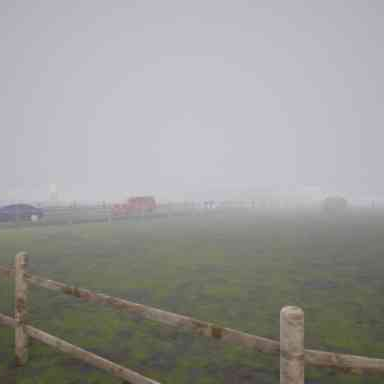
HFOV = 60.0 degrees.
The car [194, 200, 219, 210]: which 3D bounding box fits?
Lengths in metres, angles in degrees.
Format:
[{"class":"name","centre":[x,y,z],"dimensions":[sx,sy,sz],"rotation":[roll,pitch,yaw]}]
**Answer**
[{"class":"car","centre":[2.069,1.884,47.580],"dimensions":[1.812,1.442,4.674],"rotation":[0,0,36]}]

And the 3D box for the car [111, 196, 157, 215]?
[{"class":"car","centre":[-6.228,1.450,36.217],"dimensions":[2.150,2.045,5.566],"rotation":[0,-1,37]}]

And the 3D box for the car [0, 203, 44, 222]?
[{"class":"car","centre":[-14.002,1.590,25.508],"dimensions":[1.882,1.535,5.008],"rotation":[0,0,35]}]
